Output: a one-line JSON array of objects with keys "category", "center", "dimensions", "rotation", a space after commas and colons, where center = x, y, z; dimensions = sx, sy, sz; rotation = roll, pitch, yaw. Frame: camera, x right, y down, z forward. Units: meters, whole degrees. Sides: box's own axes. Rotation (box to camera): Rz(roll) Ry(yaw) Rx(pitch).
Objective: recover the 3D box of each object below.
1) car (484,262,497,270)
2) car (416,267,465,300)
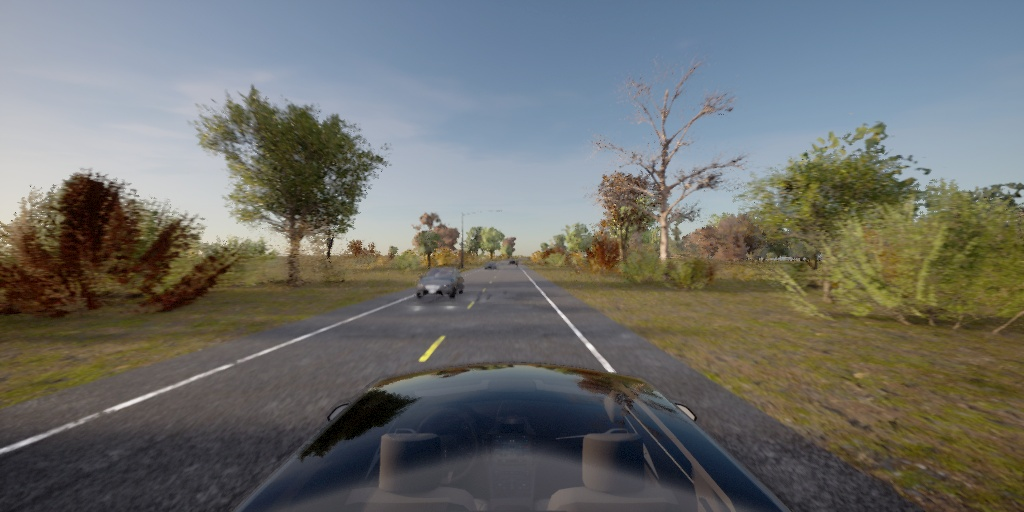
[{"category": "car", "center": [-3.513, 1.641, 59.997], "dimensions": [1.994, 1.385, 4.181], "rotation": [0, 0, 1]}, {"category": "car", "center": [-3.590, 1.354, 18.662], "dimensions": [2.128, 1.511, 4.902], "rotation": [0, -1, 0]}]
